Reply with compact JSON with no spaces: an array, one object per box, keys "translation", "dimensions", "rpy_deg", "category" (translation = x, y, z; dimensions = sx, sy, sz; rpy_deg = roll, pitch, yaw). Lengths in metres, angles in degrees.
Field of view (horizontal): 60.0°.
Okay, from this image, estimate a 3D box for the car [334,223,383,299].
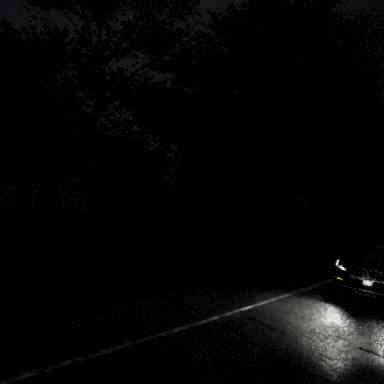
[{"translation":[5.246,1.513,8.051],"dimensions":[4.892,1.490,1.837],"rpy_deg":[0,1,-41],"category":"car"}]
